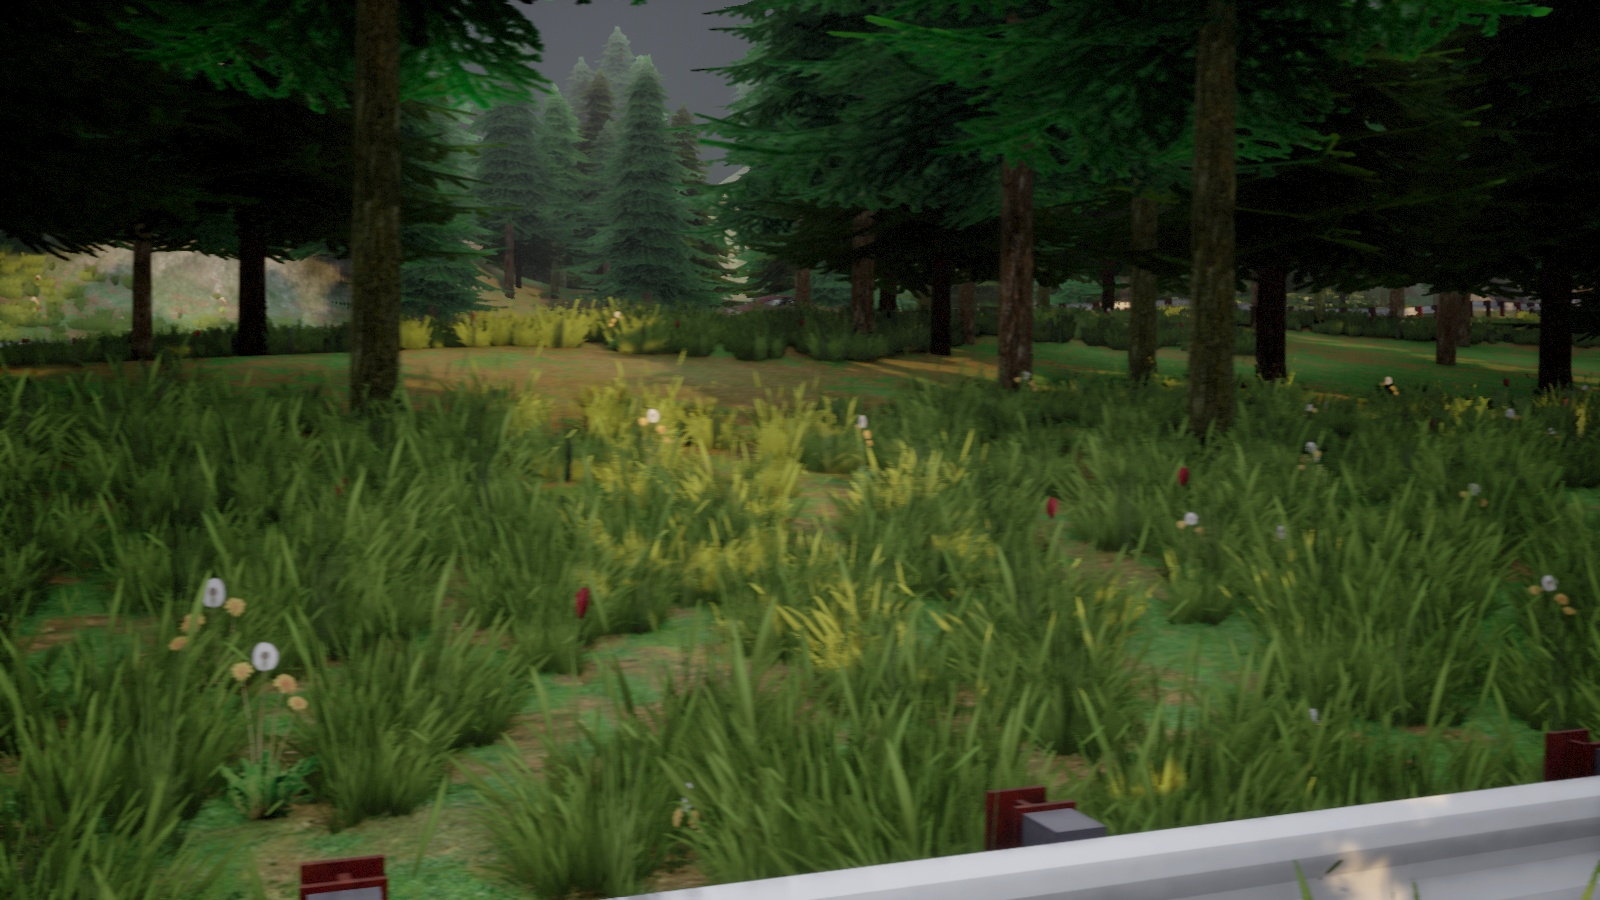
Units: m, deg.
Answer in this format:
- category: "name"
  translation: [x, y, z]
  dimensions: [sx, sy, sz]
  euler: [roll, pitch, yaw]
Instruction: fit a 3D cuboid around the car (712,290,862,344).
- category: "car"
  translation: [-0.427, -4.525, 42.756]
  dimensions: [4.674, 1.442, 1.812]
  euler: [-6, 3, -27]
